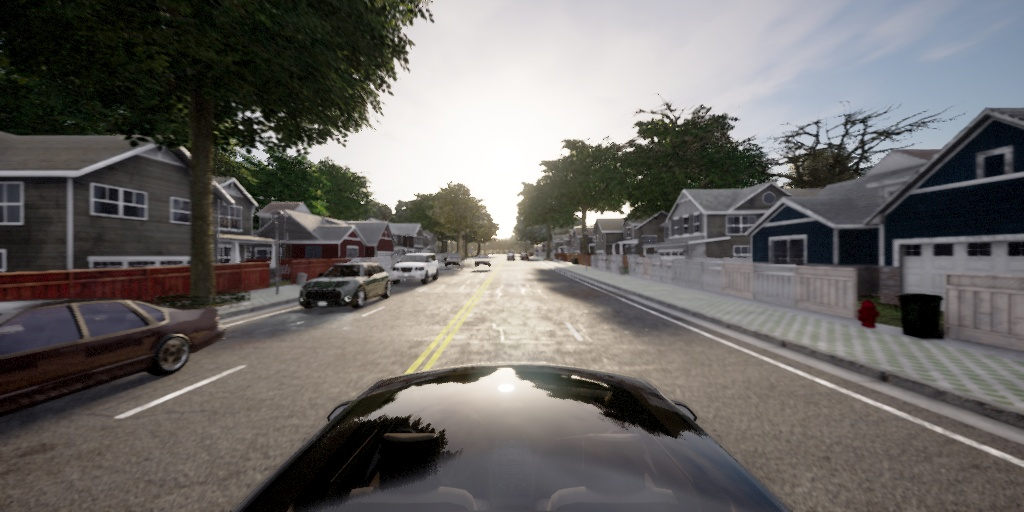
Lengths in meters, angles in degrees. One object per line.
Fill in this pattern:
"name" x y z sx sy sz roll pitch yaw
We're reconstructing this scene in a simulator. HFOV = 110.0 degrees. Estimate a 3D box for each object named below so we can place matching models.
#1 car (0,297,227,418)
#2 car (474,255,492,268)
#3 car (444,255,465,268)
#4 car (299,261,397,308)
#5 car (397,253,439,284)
"car" -6.606 1.309 4.750 2.033 1.411 5.357 0 0 0
"car" -3.360 0.537 41.877 2.033 1.411 5.357 0 1 0
"car" -6.610 0.546 41.868 2.033 1.411 5.357 0 1 0
"car" -6.622 1.050 14.752 2.097 1.767 4.553 0 1 0
"car" -6.611 0.791 25.222 2.150 2.045 5.566 0 1 0
